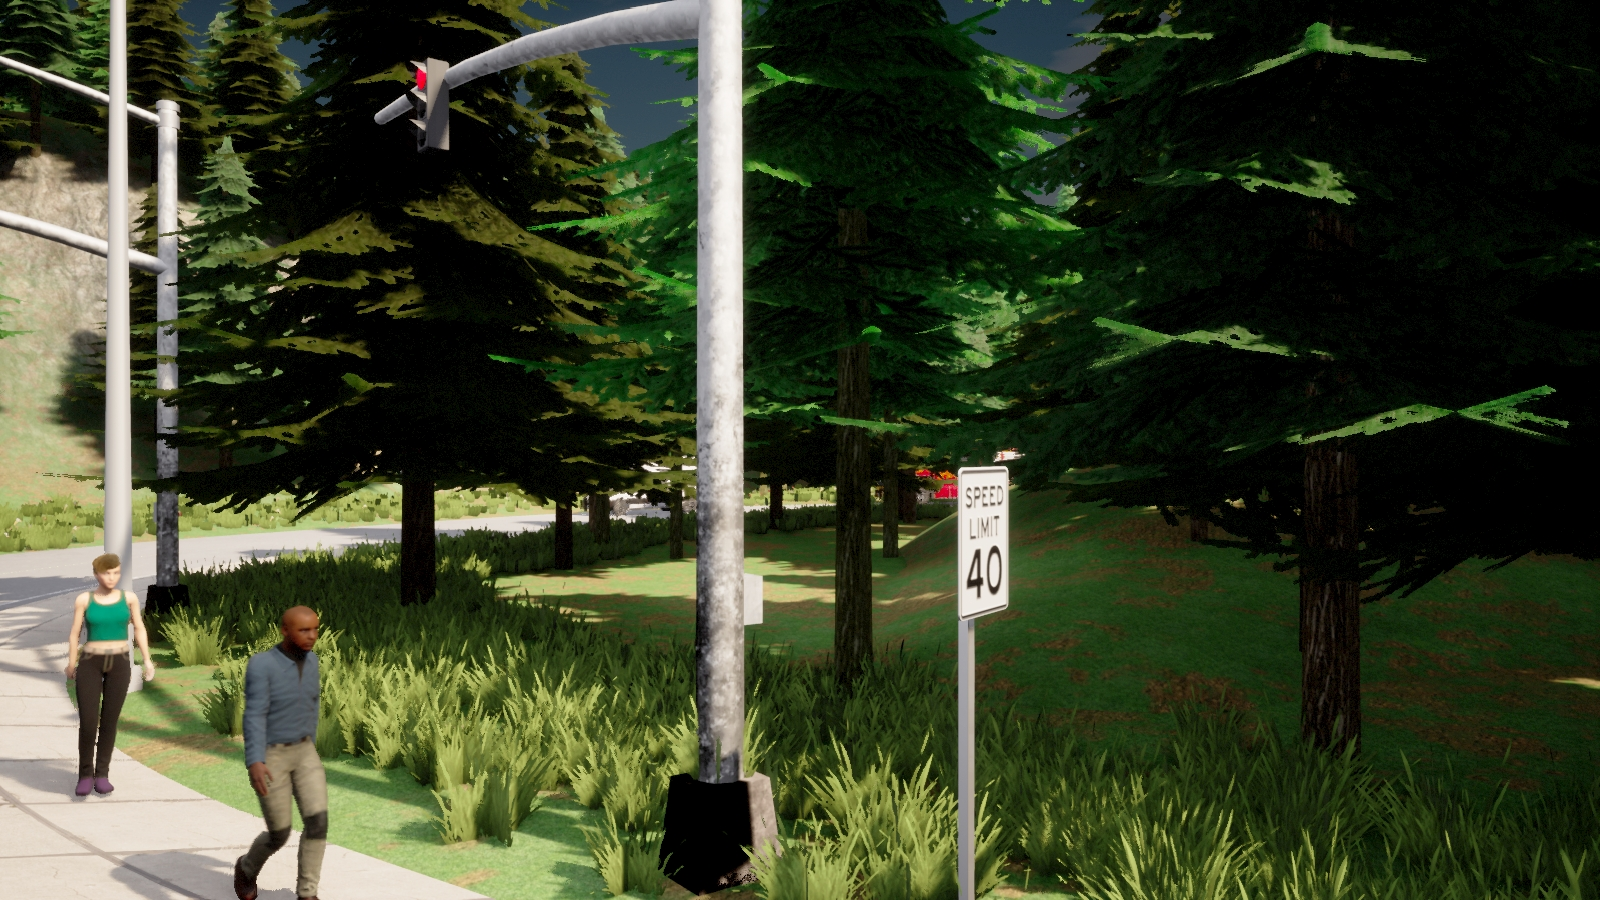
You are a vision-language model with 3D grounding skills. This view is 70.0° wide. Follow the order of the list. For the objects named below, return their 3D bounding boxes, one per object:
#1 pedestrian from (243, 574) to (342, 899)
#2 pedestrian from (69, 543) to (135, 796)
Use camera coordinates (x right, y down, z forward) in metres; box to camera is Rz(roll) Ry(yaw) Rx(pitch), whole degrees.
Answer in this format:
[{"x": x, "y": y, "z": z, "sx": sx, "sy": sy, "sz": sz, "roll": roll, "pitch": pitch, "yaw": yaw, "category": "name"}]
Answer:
[{"x": -2.905, "y": 1.669, "z": 6.547, "sx": 0.375, "sy": 1.860, "sz": 0.375, "roll": 0, "pitch": 0, "yaw": 32, "category": "pedestrian"}, {"x": -5.400, "y": 1.669, "z": 8.838, "sx": 0.375, "sy": 1.860, "sz": 0.375, "roll": 0, "pitch": 0, "yaw": -41, "category": "pedestrian"}]
